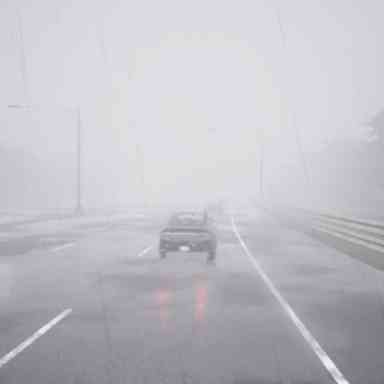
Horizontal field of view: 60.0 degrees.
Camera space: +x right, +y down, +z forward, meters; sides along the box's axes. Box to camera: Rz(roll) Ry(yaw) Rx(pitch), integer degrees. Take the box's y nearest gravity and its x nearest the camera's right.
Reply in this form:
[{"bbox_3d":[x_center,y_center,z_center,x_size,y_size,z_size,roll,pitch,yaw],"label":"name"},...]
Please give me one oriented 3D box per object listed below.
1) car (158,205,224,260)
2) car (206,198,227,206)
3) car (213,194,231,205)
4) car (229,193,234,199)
[{"bbox_3d":[0.003,1.478,12.397,2.128,1.511,4.902,0,0,5],"label":"car"},{"bbox_3d":[2.284,1.568,34.076,1.895,1.301,4.718,0,0,7],"label":"car"},{"bbox_3d":[5.135,1.515,56.571,2.033,1.411,5.357,0,0,8],"label":"car"},{"bbox_3d":[8.943,1.655,84.203,1.895,1.301,4.718,0,0,8],"label":"car"}]
